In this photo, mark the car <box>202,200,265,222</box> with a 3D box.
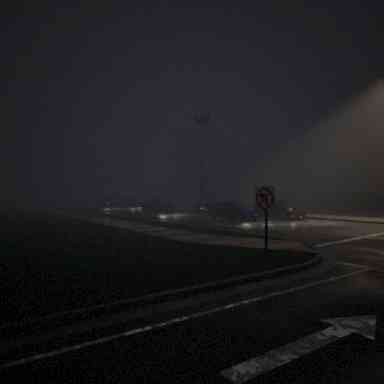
[{"bbox_3d":[3.309,1.476,26.800,1.882,1.535,5.008,0,0,-36],"label":"car"}]

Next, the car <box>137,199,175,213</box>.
[{"bbox_3d":[-3.761,1.476,36.510,1.882,1.535,5.008,0,0,-36],"label":"car"}]

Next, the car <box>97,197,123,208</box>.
[{"bbox_3d":[-12.269,1.504,48.312,1.837,1.490,4.892,0,0,-35],"label":"car"}]

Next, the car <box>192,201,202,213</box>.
[{"bbox_3d":[1.827,1.562,34.780,1.994,1.385,4.181,0,0,-36],"label":"car"}]

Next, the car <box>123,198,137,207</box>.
[{"bbox_3d":[-9.342,1.546,50.231,2.033,1.411,5.357,0,0,-35],"label":"car"}]

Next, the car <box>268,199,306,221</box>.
[{"bbox_3d":[7.106,1.351,27.534,2.097,1.767,4.553,0,0,-36],"label":"car"}]
